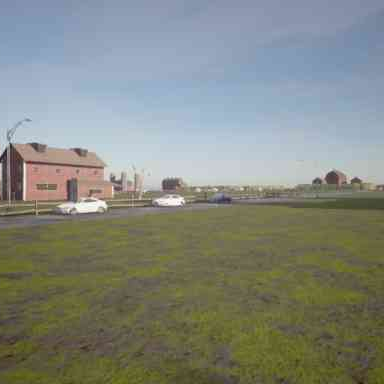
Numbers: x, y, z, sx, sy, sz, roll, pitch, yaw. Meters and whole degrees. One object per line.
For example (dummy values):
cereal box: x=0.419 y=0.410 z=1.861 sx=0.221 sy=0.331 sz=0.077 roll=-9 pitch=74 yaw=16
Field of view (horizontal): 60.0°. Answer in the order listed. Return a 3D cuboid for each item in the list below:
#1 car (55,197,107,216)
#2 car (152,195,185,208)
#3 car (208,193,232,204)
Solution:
car: x=-9.607 y=1.225 z=29.164 sx=1.812 sy=1.442 sz=4.674 roll=1 pitch=2 yaw=36
car: x=-2.655 y=1.049 z=38.768 sx=1.812 sy=1.442 sz=4.674 roll=1 pitch=1 yaw=36
car: x=4.112 y=0.876 z=48.052 sx=1.812 sy=1.442 sz=4.674 roll=1 pitch=1 yaw=36
